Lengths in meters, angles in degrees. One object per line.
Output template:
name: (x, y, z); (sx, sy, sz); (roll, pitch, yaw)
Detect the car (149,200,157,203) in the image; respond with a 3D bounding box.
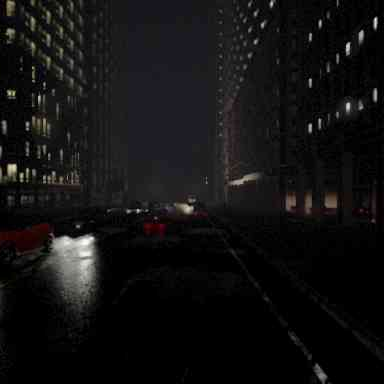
car: (-6.526, 2.167, 57.225); (1.837, 1.490, 4.892); (0, -1, 1)

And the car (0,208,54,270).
car: (-6.590, 1.488, 11.492); (2.097, 1.767, 4.553); (0, -1, 0)

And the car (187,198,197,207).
car: (0.030, 2.360, 67.600); (1.895, 1.301, 4.718); (0, -1, 0)

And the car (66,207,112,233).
car: (-6.551, 1.748, 21.651); (2.128, 1.511, 4.902); (0, -1, 0)

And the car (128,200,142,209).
car: (-9.776, 2.139, 57.210); (1.882, 1.535, 5.008); (0, -1, 1)

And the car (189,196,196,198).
car: (0.036, 2.011, 80.382); (2.150, 2.045, 5.566); (0, -1, 0)

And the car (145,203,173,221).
car: (-3.138, 1.967, 30.985); (1.895, 1.301, 4.718); (0, -1, 0)

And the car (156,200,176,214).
car: (-3.131, 2.058, 43.612); (2.033, 1.411, 5.357); (0, -1, 0)

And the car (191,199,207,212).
car: (1.158, 2.096, 48.766); (1.812, 1.442, 4.674); (0, -1, 0)
